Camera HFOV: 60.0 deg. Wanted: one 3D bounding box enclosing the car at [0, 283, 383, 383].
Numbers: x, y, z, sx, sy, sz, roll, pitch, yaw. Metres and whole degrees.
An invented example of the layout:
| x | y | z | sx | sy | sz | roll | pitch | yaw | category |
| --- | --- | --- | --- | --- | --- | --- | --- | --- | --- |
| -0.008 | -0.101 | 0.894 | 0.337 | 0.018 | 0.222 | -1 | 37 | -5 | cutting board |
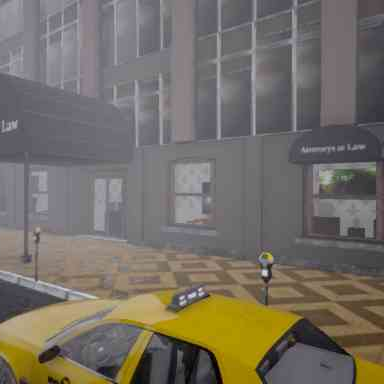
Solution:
| x | y | z | sx | sy | sz | roll | pitch | yaw | category |
| --- | --- | --- | --- | --- | --- | --- | --- | --- | --- |
| -0.239 | 1.525 | 3.041 | 4.829 | 1.417 | 1.752 | 0 | 0 | 36 | car |
